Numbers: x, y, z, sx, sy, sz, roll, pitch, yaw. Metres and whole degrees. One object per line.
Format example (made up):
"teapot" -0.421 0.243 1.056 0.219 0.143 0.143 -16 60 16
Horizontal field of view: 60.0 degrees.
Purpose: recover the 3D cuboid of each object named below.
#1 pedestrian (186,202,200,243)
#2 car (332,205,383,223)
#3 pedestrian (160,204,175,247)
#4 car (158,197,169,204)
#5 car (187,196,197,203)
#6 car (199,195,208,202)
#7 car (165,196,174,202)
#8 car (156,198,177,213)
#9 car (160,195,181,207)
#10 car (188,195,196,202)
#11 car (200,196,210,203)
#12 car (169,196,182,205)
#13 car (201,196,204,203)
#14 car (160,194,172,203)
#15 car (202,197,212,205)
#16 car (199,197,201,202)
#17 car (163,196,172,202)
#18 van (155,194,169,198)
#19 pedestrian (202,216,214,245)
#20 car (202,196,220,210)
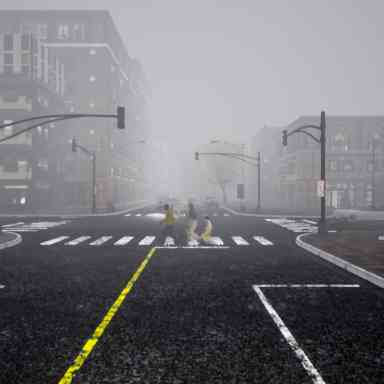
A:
"pedestrian" 0.053 1.294 14.547 0.375 1.860 0.375 0 0 0
"car" 13.475 1.668 25.777 4.718 1.301 1.895 0 0 0
"pedestrian" -0.962 1.294 13.346 0.375 1.860 0.375 0 0 0
"car" -5.685 1.651 66.280 1.802 1.307 4.206 0 0 0
"car" 0.008 1.625 70.673 1.994 1.385 4.181 0 0 0
"car" 2.697 1.536 77.672 1.967 1.590 4.097 0 0 0
"car" -5.683 1.663 83.370 2.008 1.369 4.403 0 0 0
"car" -3.053 1.622 38.100 1.895 1.301 4.718 0 0 -1
"car" -3.089 1.585 48.950 2.033 1.411 5.357 0 0 0
"car" 0.009 1.556 80.680 2.033 1.411 5.357 0 0 0
"car" 2.697 1.633 71.975 2.008 1.369 4.403 0 0 0
"car" -3.056 1.551 62.180 2.128 1.511 4.902 0 0 0
"car" 2.695 1.478 49.188 1.967 1.590 4.097 0 0 0
"car" -5.685 1.397 71.977 2.192 1.841 5.009 0 0 0
"car" 2.695 1.640 60.581 1.802 1.307 4.206 0 0 0
"car" 2.695 1.488 54.884 1.967 1.590 4.097 0 0 0
"car" -5.684 1.662 77.674 1.947 1.339 4.313 0 0 0
"van" -5.686 1.399 60.584 1.690 1.788 3.998 0 0 0
"pedestrian" 0.707 1.574 13.948 0.375 1.300 0.375 0 0 0
"car" 2.694 1.580 43.490 2.008 1.369 4.403 0 0 0
